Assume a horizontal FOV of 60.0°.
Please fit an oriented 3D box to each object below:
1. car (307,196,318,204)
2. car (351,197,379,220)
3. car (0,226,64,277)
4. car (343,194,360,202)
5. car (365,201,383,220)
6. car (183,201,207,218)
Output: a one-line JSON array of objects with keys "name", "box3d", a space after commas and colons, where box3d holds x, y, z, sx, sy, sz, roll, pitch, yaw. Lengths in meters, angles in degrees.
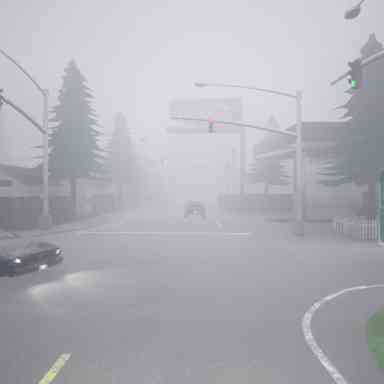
[{"name": "car", "box3d": [22.751, 1.552, 63.919, 1.970, 1.475, 3.806, 0, 0, 0]}, {"name": "car", "box3d": [14.464, 1.505, 24.884, 3.866, 1.878, 1.905, 0, 0, 0]}, {"name": "car", "box3d": [-6.441, 1.644, 9.645, 5.357, 1.411, 2.033, -1, 0, 19]}, {"name": "car", "box3d": [35.185, 1.489, 71.662, 2.007, 1.523, 4.514, 0, 0, 0]}, {"name": "car", "box3d": [18.813, 1.672, 30.537, 4.611, 1.667, 2.242, 0, 0, 0]}, {"name": "car", "box3d": [0.287, 1.573, 30.953, 1.837, 1.490, 4.892, 2, -1, 0]}]
